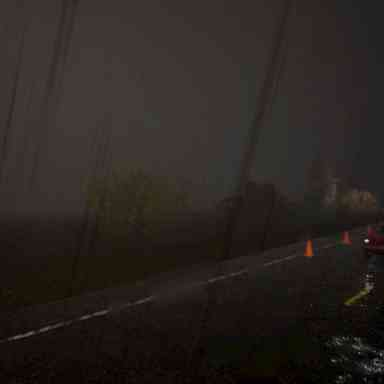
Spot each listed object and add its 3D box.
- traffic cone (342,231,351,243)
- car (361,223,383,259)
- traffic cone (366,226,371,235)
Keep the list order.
[{"bbox_3d":[7.972,2.333,17.175,0.340,0.580,0.340,-2,-2,40],"label":"traffic cone"},{"bbox_3d":[8.260,1.875,13.189,1.895,1.301,4.718,-2,-2,41],"label":"car"},{"bbox_3d":[11.165,2.415,20.966,0.340,0.580,0.340,-2,-2,40],"label":"traffic cone"}]
